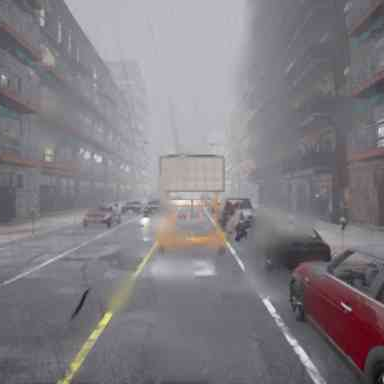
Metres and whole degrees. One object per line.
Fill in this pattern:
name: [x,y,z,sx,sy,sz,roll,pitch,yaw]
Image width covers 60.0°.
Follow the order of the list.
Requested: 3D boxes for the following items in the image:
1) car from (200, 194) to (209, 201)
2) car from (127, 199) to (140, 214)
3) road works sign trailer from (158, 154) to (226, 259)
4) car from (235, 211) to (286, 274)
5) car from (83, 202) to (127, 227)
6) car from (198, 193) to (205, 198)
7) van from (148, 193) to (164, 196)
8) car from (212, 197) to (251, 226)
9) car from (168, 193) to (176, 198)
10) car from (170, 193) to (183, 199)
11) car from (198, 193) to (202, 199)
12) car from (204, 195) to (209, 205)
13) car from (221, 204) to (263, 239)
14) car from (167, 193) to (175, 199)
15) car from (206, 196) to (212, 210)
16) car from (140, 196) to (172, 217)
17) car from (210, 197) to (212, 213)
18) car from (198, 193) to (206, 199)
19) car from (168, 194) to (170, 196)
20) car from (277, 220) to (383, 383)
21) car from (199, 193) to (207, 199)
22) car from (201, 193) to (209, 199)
car: [2.712,1.178,72.473,1.802,1.307,4.206,1,0,0]
car: [-5.675,1.392,32.837,1.947,1.339,4.313,1,0,0]
road works sign trailer: [0.001,0.401,12.366,2.380,3.560,2.880,0,0,0]
car: [2.702,1.500,10.092,2.008,1.369,4.403,1,0,0]
car: [-5.677,1.470,21.493,1.802,1.307,4.206,1,0,0]
car: [2.714,1.004,95.154,2.008,1.369,4.403,1,0,0]
van: [-5.670,1.072,49.849,1.690,1.788,3.998,1,0,0]
car: [2.706,1.204,21.433,2.192,1.841,5.009,1,0,0]
car: [-5.666,1.003,95.220,2.008,1.369,4.403,1,0,0]
car: [-2.991,1.136,71.773,1.994,1.385,4.181,0,0,0]
car: [2.711,1.071,66.800,1.967,1.590,4.097,1,0,0]
car: [2.706,1.340,38.446,1.887,1.381,4.507,1,0,0]
car: [2.703,1.470,15.763,2.008,1.369,4.403,1,0,0]
car: [-5.666,1.015,89.379,1.752,1.417,4.829,1,0,0]
car: [2.705,1.371,32.776,1.887,1.381,4.507,1,0,0]
car: [-3.095,1.351,29.200,1.837,1.490,4.892,0,0,0]
car: [2.705,1.383,27.275,1.752,1.417,4.829,1,0,0]
car: [2.713,1.034,89.483,1.887,1.381,4.507,1,0,0]
car: [-5.671,1.215,61.193,2.008,1.369,4.403,1,0,0]
car: [2.702,1.418,4.421,1.967,1.590,4.097,1,0,0]
car: [2.714,0.965,83.811,1.967,1.590,4.097,1,0,0]
car: [2.708,1.256,49.958,1.752,1.417,4.829,1,0,0]
